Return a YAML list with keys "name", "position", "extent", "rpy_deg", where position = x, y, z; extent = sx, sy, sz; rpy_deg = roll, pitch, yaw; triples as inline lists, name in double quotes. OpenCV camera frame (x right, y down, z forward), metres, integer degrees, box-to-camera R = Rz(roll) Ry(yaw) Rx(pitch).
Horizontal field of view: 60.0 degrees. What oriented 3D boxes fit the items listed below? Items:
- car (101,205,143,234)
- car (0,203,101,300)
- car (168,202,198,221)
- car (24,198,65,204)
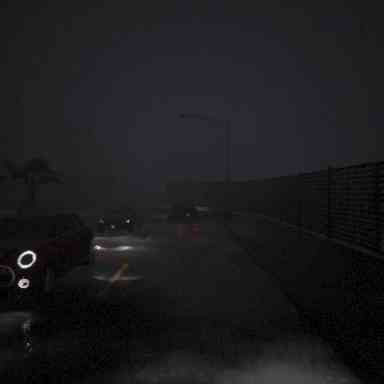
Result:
- name: "car"
  position: [-4.035, 1.501, 19.385]
  extent: [1.812, 1.442, 4.674]
  rpy_deg: [0, 0, 0]
- name: "car"
  position: [-4.089, 1.340, 8.532]
  extent: [2.097, 1.767, 4.553]
  rpy_deg: [0, 0, 0]
- name: "car"
  position: [-0.762, 1.494, 26.759]
  extent: [1.812, 1.442, 4.674]
  rpy_deg: [0, 0, -12]
- name: "car"
  position: [-15.975, 1.459, 35.428]
  extent: [4.892, 1.490, 1.837]
  rpy_deg: [0, 0, 1]
